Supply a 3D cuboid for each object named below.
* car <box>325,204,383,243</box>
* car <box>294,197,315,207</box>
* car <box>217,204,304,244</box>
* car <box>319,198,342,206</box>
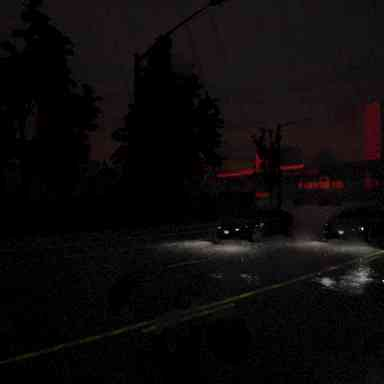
[{"bbox_3d":[8.066,1.485,16.036,1.837,1.490,4.892,0,0,44],"label":"car"},{"bbox_3d":[19.012,1.608,56.576,2.097,1.767,4.553,-1,-1,-5],"label":"car"},{"bbox_3d":[3.241,1.507,16.151,4.892,1.490,1.837,0,0,-44],"label":"car"},{"bbox_3d":[22.755,1.700,54.840,2.033,1.411,5.357,-1,-1,-2],"label":"car"}]
